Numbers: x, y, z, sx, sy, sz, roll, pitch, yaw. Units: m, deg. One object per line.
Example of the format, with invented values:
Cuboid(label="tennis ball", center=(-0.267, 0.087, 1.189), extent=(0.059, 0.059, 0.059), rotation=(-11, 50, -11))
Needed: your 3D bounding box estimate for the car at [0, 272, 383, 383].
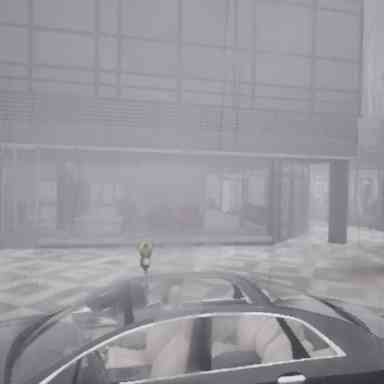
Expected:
Cuboid(label="car", center=(-0.278, 1.480, 2.932), extent=(4.403, 1.369, 2.008), rotation=(1, 1, -12))
